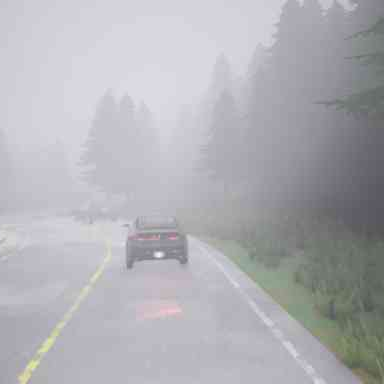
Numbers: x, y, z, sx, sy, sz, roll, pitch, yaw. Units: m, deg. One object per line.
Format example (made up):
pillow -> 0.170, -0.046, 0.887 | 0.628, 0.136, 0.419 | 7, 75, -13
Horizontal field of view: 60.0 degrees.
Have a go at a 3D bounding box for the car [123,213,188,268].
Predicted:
car -> -1.284, 1.493, 11.439 | 1.837, 1.490, 4.892 | 0, -1, -9

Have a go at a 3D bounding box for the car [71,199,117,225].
car -> -7.416, 1.375, 24.950 | 2.097, 1.767, 4.553 | -1, 0, -38
